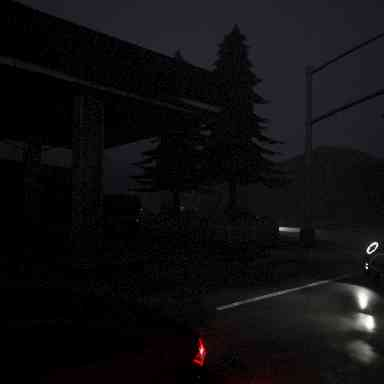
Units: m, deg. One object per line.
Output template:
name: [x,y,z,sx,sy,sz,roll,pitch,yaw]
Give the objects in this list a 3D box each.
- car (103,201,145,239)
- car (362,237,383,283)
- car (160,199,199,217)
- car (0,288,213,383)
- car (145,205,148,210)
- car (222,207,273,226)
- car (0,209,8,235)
car: [-4.521,1.445,18.297,1.905,1.878,3.866,1,0,-36]
car: [6.503,1.427,8.725,4.553,1.767,2.097,1,0,-34]
car: [-1.322,1.539,32.667,2.097,1.767,4.553,1,0,-36]
car: [-1.843,1.620,2.692,4.181,1.385,1.994,1,-1,-36]
car: [-7.471,1.662,41.331,2.033,1.411,5.357,1,0,-35]
car: [4.097,1.814,25.028,1.994,1.385,4.181,1,0,-35]
car: [-11.653,1.520,18.479,2.242,1.667,4.611,1,0,-36]
